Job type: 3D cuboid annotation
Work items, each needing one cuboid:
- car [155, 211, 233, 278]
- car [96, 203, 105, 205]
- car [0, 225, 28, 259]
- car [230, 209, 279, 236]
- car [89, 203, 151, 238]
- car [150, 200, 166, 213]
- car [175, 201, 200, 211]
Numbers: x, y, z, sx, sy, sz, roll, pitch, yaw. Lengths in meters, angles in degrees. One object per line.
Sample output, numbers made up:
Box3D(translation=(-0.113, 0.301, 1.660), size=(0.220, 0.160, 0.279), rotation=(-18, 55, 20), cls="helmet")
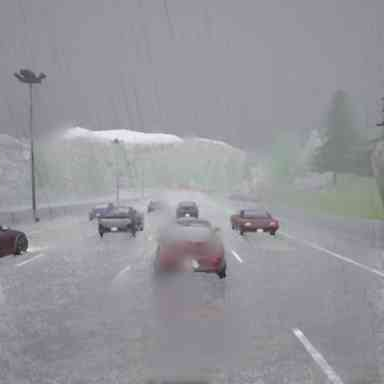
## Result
Box3D(translation=(-0.065, 1.523, 10.035), size=(1.812, 1.442, 4.674), rotation=(0, 0, -1), cls="car")
Box3D(translation=(-7.412, 1.655, 28.461), size=(1.812, 1.442, 4.674), rotation=(0, 0, -1), cls="car")
Box3D(translation=(-7.079, 1.609, 10.721), size=(1.994, 1.385, 4.181), rotation=(0, 0, -1), cls="car")
Box3D(translation=(3.278, 1.604, 18.444), size=(1.895, 1.301, 4.718), rotation=(0, 0, -1), cls="car")
Box3D(translation=(-3.716, 1.541, 18.093), size=(2.128, 1.511, 4.902), rotation=(0, 0, -1), cls="car")
Box3D(translation=(-4.118, 1.659, 39.448), size=(2.128, 1.511, 4.902), rotation=(0, 0, -1), cls="car")
Box3D(translation=(-0.416, 1.588, 28.705), size=(1.837, 1.490, 4.892), rotation=(0, 0, -1), cls="car")
